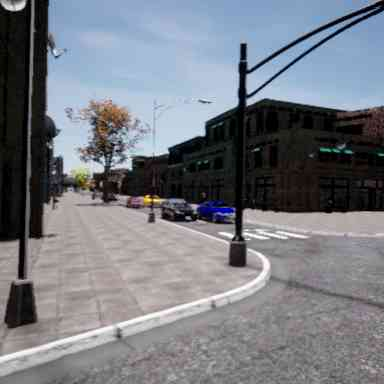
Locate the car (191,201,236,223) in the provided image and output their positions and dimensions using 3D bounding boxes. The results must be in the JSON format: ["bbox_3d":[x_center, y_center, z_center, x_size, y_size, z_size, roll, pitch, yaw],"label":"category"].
[{"bbox_3d":[1.792,1.389,24.070,1.812,1.442,4.674,2,0,-21],"label":"car"}]

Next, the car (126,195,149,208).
[{"bbox_3d":[-6.851,1.216,40.132,1.802,1.307,4.206,2,0,-21],"label":"car"}]

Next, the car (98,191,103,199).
[{"bbox_3d":[-18.502,0.879,71.289,1.887,1.381,4.507,2,0,-21],"label":"car"}]

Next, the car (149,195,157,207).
[{"bbox_3d":[-5.197,1.162,42.795,1.882,1.535,5.008,2,0,-20],"label":"car"}]

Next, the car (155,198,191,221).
[{"bbox_3d":[-1.025,1.350,24.554,1.947,1.339,4.313,2,0,-21],"label":"car"}]

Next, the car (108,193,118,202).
[{"bbox_3d":[-14.619,1.000,60.903,1.947,1.339,4.313,2,0,-21],"label":"car"}]
